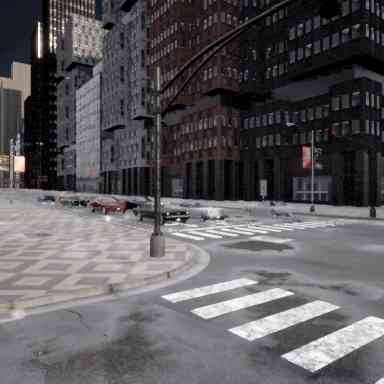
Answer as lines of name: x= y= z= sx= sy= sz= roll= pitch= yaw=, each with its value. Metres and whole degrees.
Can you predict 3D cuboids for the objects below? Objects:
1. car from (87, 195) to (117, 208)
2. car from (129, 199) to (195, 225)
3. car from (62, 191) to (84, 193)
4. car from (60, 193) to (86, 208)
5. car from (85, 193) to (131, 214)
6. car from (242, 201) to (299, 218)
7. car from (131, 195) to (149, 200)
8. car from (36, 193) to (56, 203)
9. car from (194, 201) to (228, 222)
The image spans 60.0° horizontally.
car: x=-10.885 y=1.072 z=39.940 sx=1.895 sy=1.301 sz=4.718 roll=0 pitch=1 yaw=-36
car: x=-2.113 y=1.355 z=22.158 sx=1.895 sy=1.301 sz=4.718 roll=0 pitch=1 yaw=-36
car: x=-18.730 y=0.619 z=50.970 sx=2.097 sy=1.767 sz=4.553 roll=0 pitch=1 yaw=-35
car: x=-13.477 y=1.077 z=37.980 sx=1.895 sy=1.301 sz=4.718 roll=0 pitch=1 yaw=-36
car: x=-7.592 y=1.100 z=29.781 sx=1.882 sy=1.535 sz=5.008 roll=0 pitch=1 yaw=-36
car: x=6.288 y=1.353 z=27.248 sx=1.895 sy=1.301 sz=4.718 roll=0 pitch=1 yaw=-35
car: x=-4.996 y=1.094 z=31.741 sx=1.882 sy=1.535 sz=5.008 roll=0 pitch=1 yaw=-36
car: x=-22.003 y=0.803 z=49.975 sx=2.033 sy=1.411 sz=5.357 roll=0 pitch=1 yaw=-35
car: x=0.485 y=1.350 z=24.113 sx=1.895 sy=1.301 sz=4.718 roll=0 pitch=1 yaw=-36
